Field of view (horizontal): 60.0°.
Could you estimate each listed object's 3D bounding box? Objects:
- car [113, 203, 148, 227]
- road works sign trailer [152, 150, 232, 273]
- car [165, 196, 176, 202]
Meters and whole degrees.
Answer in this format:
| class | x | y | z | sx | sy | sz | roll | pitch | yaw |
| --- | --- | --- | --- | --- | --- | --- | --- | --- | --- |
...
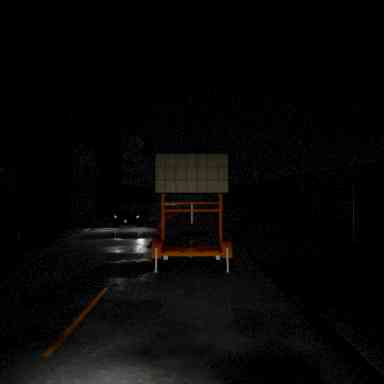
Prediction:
| class | x | y | z | sx | sy | sz | roll | pitch | yaw |
| --- | --- | --- | --- | --- | --- | --- | --- | --- | --- |
| car | -4.108 | 1.526 | 22.868 | 1.812 | 1.442 | 4.674 | 0 | 0 | 0 |
| road works sign trailer | -0.004 | 0.464 | 10.652 | 2.380 | 3.560 | 2.880 | 0 | 0 | 0 |
| car | -4.060 | 1.547 | 63.876 | 2.033 | 1.411 | 5.357 | 0 | 0 | 1 |
